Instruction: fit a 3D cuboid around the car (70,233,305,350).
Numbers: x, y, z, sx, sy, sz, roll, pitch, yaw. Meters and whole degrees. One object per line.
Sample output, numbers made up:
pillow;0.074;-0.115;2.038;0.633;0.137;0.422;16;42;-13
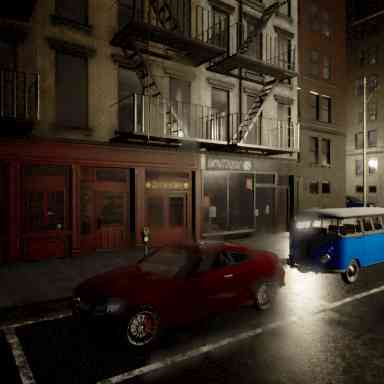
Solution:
car;-0.029;1.582;6.160;4.206;1.307;1.802;0;0;-35

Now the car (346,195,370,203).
car;15.206;1.316;32.865;2.150;2.045;5.566;0;0;-35

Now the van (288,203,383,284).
van;4.386;1.341;9.281;3.998;1.788;1.690;0;0;-35
